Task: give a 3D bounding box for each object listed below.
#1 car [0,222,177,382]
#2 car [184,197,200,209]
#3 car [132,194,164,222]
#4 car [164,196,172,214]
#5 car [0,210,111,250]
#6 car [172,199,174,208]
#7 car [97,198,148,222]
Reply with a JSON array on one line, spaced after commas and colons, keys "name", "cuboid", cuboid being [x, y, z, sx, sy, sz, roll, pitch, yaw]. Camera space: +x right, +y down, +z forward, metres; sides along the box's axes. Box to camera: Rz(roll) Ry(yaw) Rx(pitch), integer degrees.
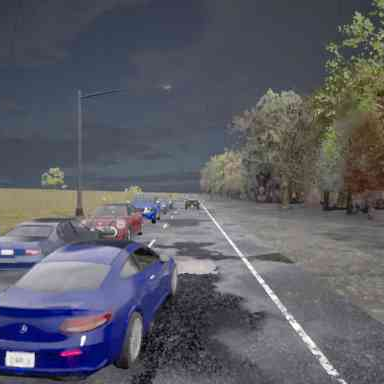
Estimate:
[{"name": "car", "cuboid": [-1.459, 1.525, 5.669, 1.812, 1.442, 4.674, 0, 0, 7]}, {"name": "car", "cuboid": [0.024, 1.494, 44.326, 1.837, 1.490, 4.892, 0, 0, 0]}, {"name": "car", "cuboid": [-3.625, 1.219, 25.239, 2.150, 2.045, 5.566, 0, 0, -1]}, {"name": "car", "cuboid": [-3.622, 1.346, 35.243, 2.097, 1.767, 4.553, 0, 0, 0]}, {"name": "car", "cuboid": [-4.508, 1.548, 10.816, 2.033, 1.411, 5.357, 0, 0, 2]}, {"name": "car", "cuboid": [-3.630, 1.341, 45.250, 2.097, 1.767, 4.553, 0, 0, 0]}, {"name": "car", "cuboid": [-3.664, 1.351, 15.653, 2.097, 1.767, 4.553, 0, 0, 2]}]
